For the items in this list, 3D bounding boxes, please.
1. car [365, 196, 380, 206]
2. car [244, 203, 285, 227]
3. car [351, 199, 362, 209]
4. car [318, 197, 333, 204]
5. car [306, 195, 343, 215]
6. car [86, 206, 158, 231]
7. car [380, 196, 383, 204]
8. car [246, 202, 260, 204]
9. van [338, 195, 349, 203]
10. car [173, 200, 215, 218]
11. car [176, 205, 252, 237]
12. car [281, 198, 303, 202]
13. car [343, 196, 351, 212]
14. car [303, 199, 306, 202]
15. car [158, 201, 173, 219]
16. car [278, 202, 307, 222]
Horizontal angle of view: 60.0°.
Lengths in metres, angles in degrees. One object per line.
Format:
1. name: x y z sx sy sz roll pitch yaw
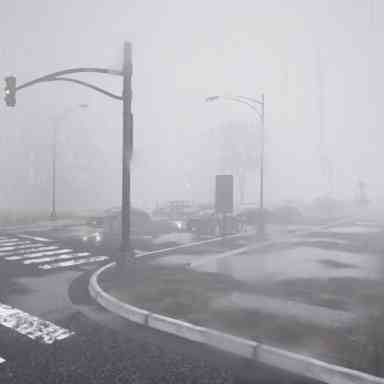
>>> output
1. car: 34.857 1.940 64.850 1.752 1.417 4.829 1 0 36
2. car: 4.658 1.736 23.519 1.947 1.339 4.313 1 0 36
3. car: 24.899 1.773 51.292 1.967 1.590 4.097 1 0 36
4. car: 28.002 1.848 69.672 1.947 1.339 4.313 1 0 36
5. car: 15.111 1.569 37.822 2.192 1.841 5.009 1 0 36
6. car: -4.509 1.607 21.032 1.994 1.385 4.181 1 0 36
7. car: 41.332 1.784 73.660 2.192 1.841 5.009 1 0 36
8. car: 6.702 1.733 36.284 1.895 1.301 4.718 1 0 36
9. van: 37.863 1.706 83.094 1.690 1.788 3.998 1 0 36
10. car: 1.040 1.634 28.583 2.033 1.411 5.357 1 0 36
11. car: 1.413 1.696 19.100 2.008 1.369 4.403 1 0 36
12. car: 12.867 1.708 44.597 1.812 1.442 4.674 1 0 37
13. car: 18.369 1.720 42.315 1.967 1.590 4.097 1 0 36
14. car: 18.043 1.726 56.114 1.752 1.417 4.829 1 0 36
15. car: -1.675 1.480 29.485 1.967 1.590 4.097 1 0 36
16. car: 7.902 1.778 27.936 1.802 1.307 4.206 1 0 36
